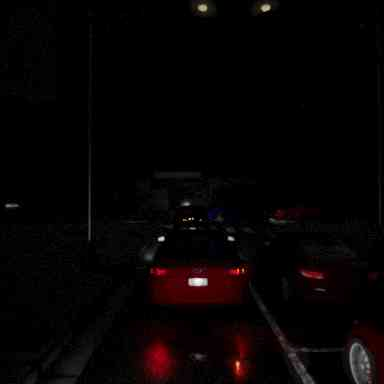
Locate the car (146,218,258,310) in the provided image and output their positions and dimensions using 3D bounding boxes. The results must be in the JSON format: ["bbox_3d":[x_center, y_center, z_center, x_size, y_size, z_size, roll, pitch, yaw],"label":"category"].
[{"bbox_3d":[0.102,1.559,7.891,1.994,1.385,4.181,0,0,0],"label":"car"}]

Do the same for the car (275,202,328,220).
[{"bbox_3d":[8.646,1.486,26.772,4.181,1.385,1.994,-1,-1,2],"label":"car"}]

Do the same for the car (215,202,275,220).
[{"bbox_3d":[3.205,1.473,23.842,4.674,1.442,1.812,-1,0,0],"label":"car"}]

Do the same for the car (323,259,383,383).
[{"bbox_3d":[2.651,1.580,2.250,1.802,1.307,4.206,1,0,0],"label":"car"}]

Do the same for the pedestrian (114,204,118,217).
[{"bbox_3d":[-6.812,1.645,29.767,0.500,1.100,0.500,0,0,0],"label":"pedestrian"}]

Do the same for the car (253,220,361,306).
[{"bbox_3d":[2.654,1.577,7.689,1.802,1.307,4.206,1,0,0],"label":"car"}]

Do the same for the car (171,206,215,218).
[{"bbox_3d":[-0.085,1.492,17.883,1.837,1.490,4.892,0,0,-3],"label":"car"}]
